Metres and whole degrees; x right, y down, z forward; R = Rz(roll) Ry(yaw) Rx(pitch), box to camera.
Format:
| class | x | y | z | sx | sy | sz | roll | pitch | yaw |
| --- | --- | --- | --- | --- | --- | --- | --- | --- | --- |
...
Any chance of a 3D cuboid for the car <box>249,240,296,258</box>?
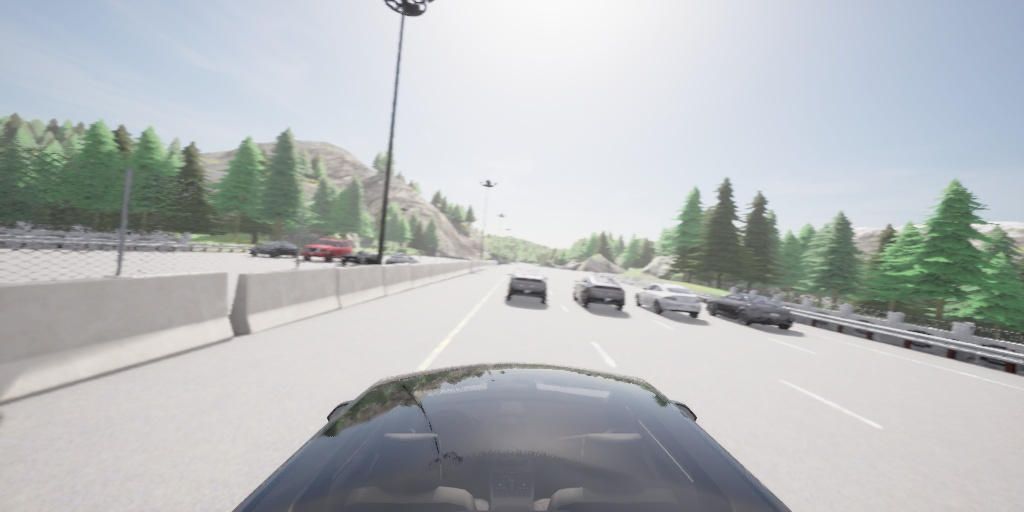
| class | x | y | z | sx | sy | sz | roll | pitch | yaw |
| --- | --- | --- | --- | --- | --- | --- | --- | --- | --- |
| car | -19.949 | -0.602 | 30.505 | 1.812 | 1.442 | 4.674 | 6 | -1 | 2 |

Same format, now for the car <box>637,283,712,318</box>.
| class | x | y | z | sx | sy | sz | roll | pitch | yaw |
| --- | --- | --- | --- | --- | --- | --- | --- | --- | --- |
| car | 7.699 | 2.101 | 17.967 | 1.812 | 1.442 | 4.674 | 6 | 0 | 1 |

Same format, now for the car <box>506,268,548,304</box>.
| class | x | y | z | sx | sy | sz | roll | pitch | yaw |
| --- | --- | --- | --- | --- | --- | --- | --- | --- | --- |
| car | 0.747 | 1.367 | 17.917 | 2.128 | 1.511 | 4.902 | 6 | 0 | 2 |

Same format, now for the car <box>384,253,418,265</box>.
| class | x | y | z | sx | sy | sz | roll | pitch | yaw |
| --- | --- | --- | --- | --- | --- | --- | --- | --- | --- |
| car | -9.476 | 0.493 | 31.060 | 1.994 | 1.385 | 4.181 | 6 | 0 | 2 |

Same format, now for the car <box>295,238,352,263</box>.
| class | x | y | z | sx | sy | sz | roll | pitch | yaw |
| --- | --- | --- | --- | --- | --- | --- | --- | --- | --- |
| car | -16.370 | -0.534 | 32.254 | 2.150 | 2.045 | 5.566 | 6 | -1 | 2 |

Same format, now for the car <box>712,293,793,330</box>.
| class | x | y | z | sx | sy | sz | roll | pitch | yaw |
| --- | --- | --- | --- | --- | --- | --- | --- | --- | --- |
| car | 11.170 | 2.483 | 17.159 | 1.994 | 1.385 | 4.181 | 6 | 0 | 2 |

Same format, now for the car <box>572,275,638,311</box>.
| class | x | y | z | sx | sy | sz | roll | pitch | yaw |
| --- | --- | --- | --- | --- | --- | --- | --- | --- | --- |
| car | 4.231 | 1.718 | 17.913 | 2.128 | 1.511 | 4.902 | 6 | 0 | 2 |

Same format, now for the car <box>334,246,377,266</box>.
| class | x | y | z | sx | sy | sz | roll | pitch | yaw |
| --- | --- | --- | --- | --- | --- | --- | --- | --- | --- |
| car | -12.968 | 0.179 | 31.010 | 1.895 | 1.301 | 4.718 | 6 | 0 | 2 |
